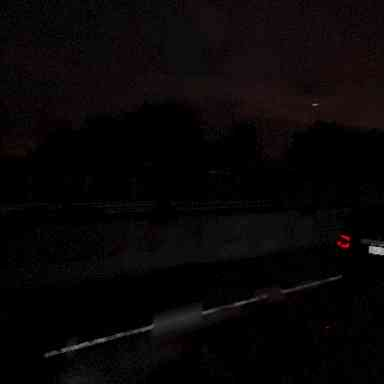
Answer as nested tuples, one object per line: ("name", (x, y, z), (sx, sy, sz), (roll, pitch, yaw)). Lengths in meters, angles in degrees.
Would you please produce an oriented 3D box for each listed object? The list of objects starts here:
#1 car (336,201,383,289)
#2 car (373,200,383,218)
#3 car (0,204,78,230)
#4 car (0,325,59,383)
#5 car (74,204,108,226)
("car", (5.750, 1.221, 7.964), (5.566, 2.045, 2.150), (0, 0, -35))
("car", (18.518, 1.493, 29.956), (4.892, 1.490, 1.837), (0, 0, -35))
("car", (-8.139, 1.507, 15.381), (4.892, 1.490, 1.837), (0, 0, -35))
("car", (-3.234, 1.431, 1.564), (4.856, 1.649, 2.033), (0, 0, -35))
("car", (-7.546, 1.508, 20.100), (4.892, 1.490, 1.837), (0, 0, -35))
